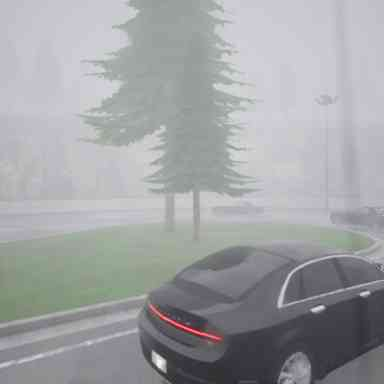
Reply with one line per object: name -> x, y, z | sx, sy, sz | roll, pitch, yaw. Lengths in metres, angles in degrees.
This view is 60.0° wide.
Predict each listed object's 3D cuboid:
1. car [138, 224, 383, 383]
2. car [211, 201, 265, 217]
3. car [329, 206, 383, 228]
car -> 1.628, 1.487, 4.857 | 4.892, 1.490, 1.837 | 0, 0, -36
car -> 4.060, 1.500, 29.589 | 4.718, 1.301, 1.895 | 0, 0, 13
car -> 10.618, 1.516, 20.161 | 1.895, 1.301, 4.718 | 0, 0, -18
